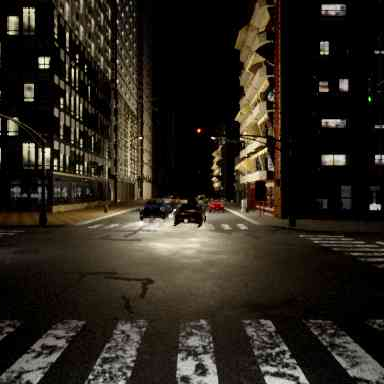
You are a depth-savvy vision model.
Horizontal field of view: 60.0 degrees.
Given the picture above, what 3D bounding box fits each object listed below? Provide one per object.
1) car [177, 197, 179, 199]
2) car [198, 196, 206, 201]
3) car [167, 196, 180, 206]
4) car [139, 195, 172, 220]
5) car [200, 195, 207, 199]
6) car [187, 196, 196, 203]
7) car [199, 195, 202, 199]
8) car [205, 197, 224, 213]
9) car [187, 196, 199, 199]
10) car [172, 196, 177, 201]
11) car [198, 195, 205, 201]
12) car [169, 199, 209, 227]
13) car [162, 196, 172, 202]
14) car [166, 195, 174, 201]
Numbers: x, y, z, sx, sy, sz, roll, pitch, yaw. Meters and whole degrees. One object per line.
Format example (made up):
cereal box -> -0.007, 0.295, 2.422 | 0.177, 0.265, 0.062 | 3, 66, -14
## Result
car -> -3.146, 1.615, 46.478 | 1.895, 1.301, 4.718 | 0, 0, 0
car -> 2.561, 1.626, 84.073 | 1.802, 1.307, 4.206 | 0, 0, 0
car -> -3.088, 1.498, 56.751 | 1.882, 1.535, 5.008 | 0, 0, 0
car -> -3.138, 1.357, 28.173 | 2.097, 1.767, 4.553 | 0, 0, 0
car -> 2.614, 1.567, 50.181 | 2.008, 1.369, 4.403 | 0, 0, 0
car -> -0.106, 1.583, 70.271 | 1.994, 1.385, 4.181 | 0, 0, 0
car -> 2.606, 1.571, 55.830 | 2.008, 1.369, 4.403 | 0, 0, 0
car -> 2.685, 1.591, 37.264 | 1.802, 1.307, 4.206 | 0, 0, 0
car -> 0.010, 1.587, 60.229 | 1.994, 1.385, 4.181 | 0, 0, 0
car -> -3.152, 1.500, 37.221 | 2.128, 1.511, 4.902 | 0, 0, 0
car -> 2.552, 1.491, 89.721 | 1.967, 1.590, 4.097 | 0, 0, 0
car -> -0.102, 1.520, 23.256 | 1.837, 1.490, 4.892 | 2, 1, 6
car -> -5.810, 1.589, 78.411 | 2.008, 1.369, 4.403 | 0, 0, 0
car -> -5.828, 1.595, 89.708 | 1.887, 1.381, 4.507 | 0, 0, 0
